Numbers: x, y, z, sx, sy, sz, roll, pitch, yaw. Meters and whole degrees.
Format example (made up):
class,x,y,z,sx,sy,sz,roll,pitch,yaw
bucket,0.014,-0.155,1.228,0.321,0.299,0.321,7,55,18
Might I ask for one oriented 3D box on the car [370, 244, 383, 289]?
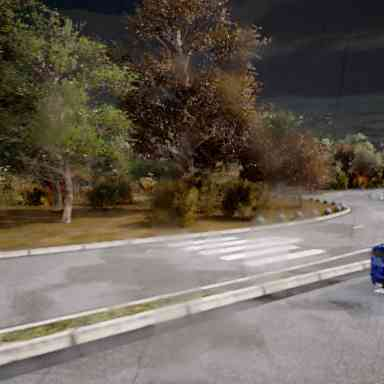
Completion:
class,x,y,z,sx,sy,sz,roll,pitch,yaw
car,6.099,1.423,7.554,5.008,1.535,1.882,-1,0,-33
